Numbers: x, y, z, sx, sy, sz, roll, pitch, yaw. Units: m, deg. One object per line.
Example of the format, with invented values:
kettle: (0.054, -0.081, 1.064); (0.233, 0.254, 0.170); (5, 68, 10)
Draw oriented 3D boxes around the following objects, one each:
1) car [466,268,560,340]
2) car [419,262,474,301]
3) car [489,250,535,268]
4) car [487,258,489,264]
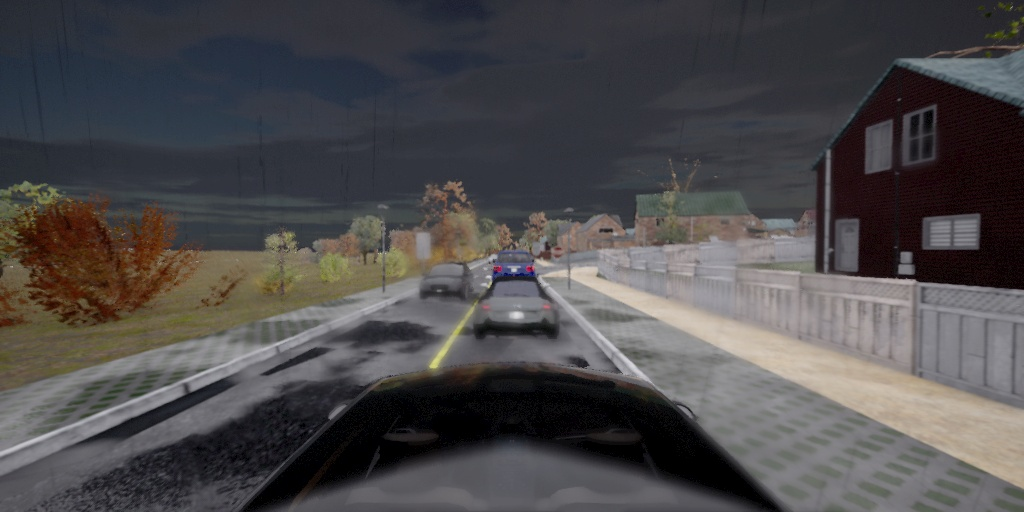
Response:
car: (0.099, 1.199, 9.575); (1.994, 1.385, 4.181); (0, 1, 0)
car: (-2.751, 1.048, 15.977); (1.837, 1.490, 4.892); (0, 0, 0)
car: (0.099, 0.713, 19.479); (2.150, 2.045, 5.566); (0, 1, 0)
car: (-2.814, 0.487, 57.356); (1.812, 1.442, 4.674); (0, 1, 0)
